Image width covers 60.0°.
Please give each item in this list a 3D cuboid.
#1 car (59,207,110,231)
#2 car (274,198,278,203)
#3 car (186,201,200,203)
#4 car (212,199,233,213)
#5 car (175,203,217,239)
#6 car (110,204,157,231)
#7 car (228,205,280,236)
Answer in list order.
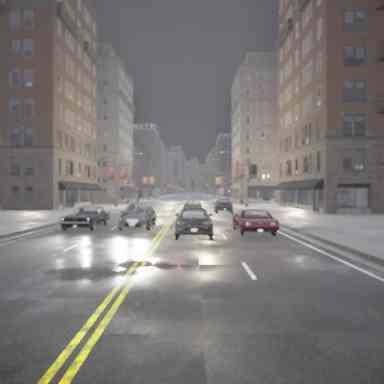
[{"bbox_3d":[-6.506,1.601,20.700,1.895,1.301,4.718,0,0,0],"label":"car"},{"bbox_3d":[18.894,1.407,68.102,4.097,1.590,1.967,0,0,0],"label":"car"},{"bbox_3d":[0.091,1.595,34.634,1.895,1.301,4.718,0,0,0],"label":"car"},{"bbox_3d":[3.340,1.499,36.100,1.837,1.490,4.892,0,0,0],"label":"car"},{"bbox_3d":[0.096,1.523,17.102,1.812,1.442,4.674,0,0,0],"label":"car"},{"bbox_3d":[-3.258,1.492,20.551,2.128,1.511,4.902,0,0,0],"label":"car"},{"bbox_3d":[3.346,1.598,18.460,1.895,1.301,4.718,0,0,0],"label":"car"}]
